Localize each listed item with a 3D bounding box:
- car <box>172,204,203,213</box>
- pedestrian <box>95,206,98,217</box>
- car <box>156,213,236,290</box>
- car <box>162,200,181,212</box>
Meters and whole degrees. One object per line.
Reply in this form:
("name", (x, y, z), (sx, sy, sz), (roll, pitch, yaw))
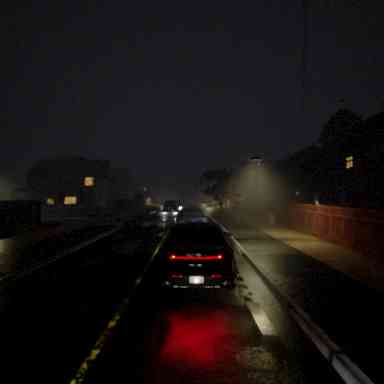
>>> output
("car", (-0.071, 1.679, 20.324), (2.033, 1.411, 5.357), (0, 0, -3))
("pedestrian", (-9.944, 1.670, 34.691), (0.375, 1.860, 0.375), (0, -2, 5))
("car", (0.091, 1.559, 9.220), (1.837, 1.490, 4.892), (0, 0, 0))
("car", (-2.888, 1.838, 44.814), (1.837, 1.490, 4.892), (0, 0, 0))
